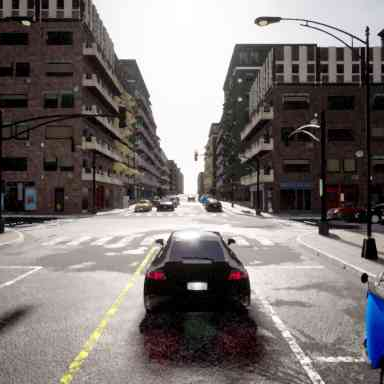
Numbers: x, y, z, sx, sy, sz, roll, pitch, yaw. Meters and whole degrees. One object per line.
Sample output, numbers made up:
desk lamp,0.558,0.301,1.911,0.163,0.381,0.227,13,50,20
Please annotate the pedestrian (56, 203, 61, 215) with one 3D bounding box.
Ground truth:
pedestrian,-12.592,1.598,31.395,0.500,1.100,0.500,0,-1,1

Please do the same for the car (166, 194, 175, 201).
car,-5.829,1.483,90.755,1.967,1.590,4.097,1,0,0

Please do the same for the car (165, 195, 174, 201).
car,-5.821,1.590,85.112,2.008,1.369,4.403,1,0,0

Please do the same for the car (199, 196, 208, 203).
car,2.578,1.614,73.841,1.802,1.307,4.206,1,0,0

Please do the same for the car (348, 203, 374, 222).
car,15.066,1.635,25.581,4.892,1.490,1.837,0,-1,0

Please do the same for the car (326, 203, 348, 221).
car,13.594,1.609,28.189,4.097,1.590,1.967,0,-1,1

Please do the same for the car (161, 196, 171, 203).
car,-5.801,1.577,73.827,1.887,1.381,4.507,1,0,0

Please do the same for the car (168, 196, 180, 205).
car,-3.171,1.502,60.059,1.882,1.535,5.008,0,0,0

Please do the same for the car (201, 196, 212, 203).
car,2.626,1.569,45.628,2.008,1.369,4.403,1,0,0

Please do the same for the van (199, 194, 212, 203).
van,2.610,1.364,56.913,1.690,1.788,3.998,1,0,0

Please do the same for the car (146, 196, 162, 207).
car,-5.762,1.461,51.257,1.967,1.590,4.097,1,0,0

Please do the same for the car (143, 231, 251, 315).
car,0.088,1.566,7.642,1.994,1.385,4.181,0,0,0

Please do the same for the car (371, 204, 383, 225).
car,13.505,1.583,19.808,4.313,1.339,1.947,0,-1,1

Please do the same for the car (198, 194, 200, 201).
car,2.588,1.555,68.369,1.752,1.417,4.829,1,0,0

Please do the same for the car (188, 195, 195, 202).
car,-0.136,1.562,80.516,2.128,1.511,4.902,0,0,0

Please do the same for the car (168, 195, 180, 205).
car,-3.180,1.497,49.683,1.882,1.535,5.008,0,0,0

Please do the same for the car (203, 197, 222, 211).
car,2.635,1.581,39.986,1.947,1.339,4.313,1,0,0

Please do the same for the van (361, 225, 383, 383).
van,2.670,1.342,2.039,1.690,1.788,3.998,1,0,0

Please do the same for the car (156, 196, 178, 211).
car,-3.168,1.579,40.966,1.994,1.385,4.181,0,0,0

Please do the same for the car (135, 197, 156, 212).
car,-5.743,1.541,39.801,1.752,1.417,4.829,1,0,0

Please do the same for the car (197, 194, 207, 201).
car,2.563,1.355,85.126,2.192,1.841,5.009,1,0,0
